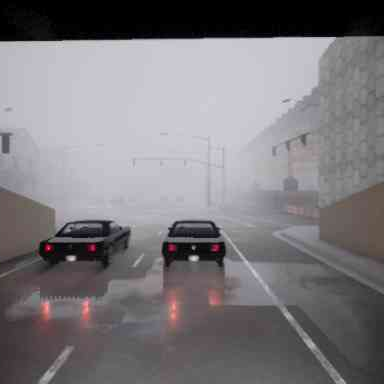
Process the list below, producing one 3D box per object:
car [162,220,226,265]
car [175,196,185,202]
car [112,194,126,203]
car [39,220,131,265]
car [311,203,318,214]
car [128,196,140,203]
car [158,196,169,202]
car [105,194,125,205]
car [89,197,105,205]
[{"bbox_3d":[0.068,1.618,11.708,1.895,1.301,4.718,0,0,0],"label":"car"},{"bbox_3d":[-2.697,1.471,72.839,1.994,1.385,4.181,0,0,1],"label":"car"},{"bbox_3d":[-16.629,1.462,75.777,2.097,1.767,4.553,0,0,1],"label":"car"},{"bbox_3d":[-3.432,1.617,11.715,1.895,1.301,4.718,0,0,0],"label":"car"},{"bbox_3d":[14.025,1.503,34.306,2.038,1.542,4.974,0,0,45],"label":"car"},{"bbox_3d":[-13.130,1.647,75.692,2.033,1.411,5.357,0,0,1],"label":"car"},{"bbox_3d":[-6.196,1.471,72.925,1.994,1.385,4.181,0,0,1],"label":"car"},{"bbox_3d":[-13.550,1.562,60.065,1.882,1.535,5.008,0,0,2],"label":"car"},{"bbox_3d":[-17.043,1.577,60.124,2.128,1.511,4.902,0,0,2],"label":"car"}]
